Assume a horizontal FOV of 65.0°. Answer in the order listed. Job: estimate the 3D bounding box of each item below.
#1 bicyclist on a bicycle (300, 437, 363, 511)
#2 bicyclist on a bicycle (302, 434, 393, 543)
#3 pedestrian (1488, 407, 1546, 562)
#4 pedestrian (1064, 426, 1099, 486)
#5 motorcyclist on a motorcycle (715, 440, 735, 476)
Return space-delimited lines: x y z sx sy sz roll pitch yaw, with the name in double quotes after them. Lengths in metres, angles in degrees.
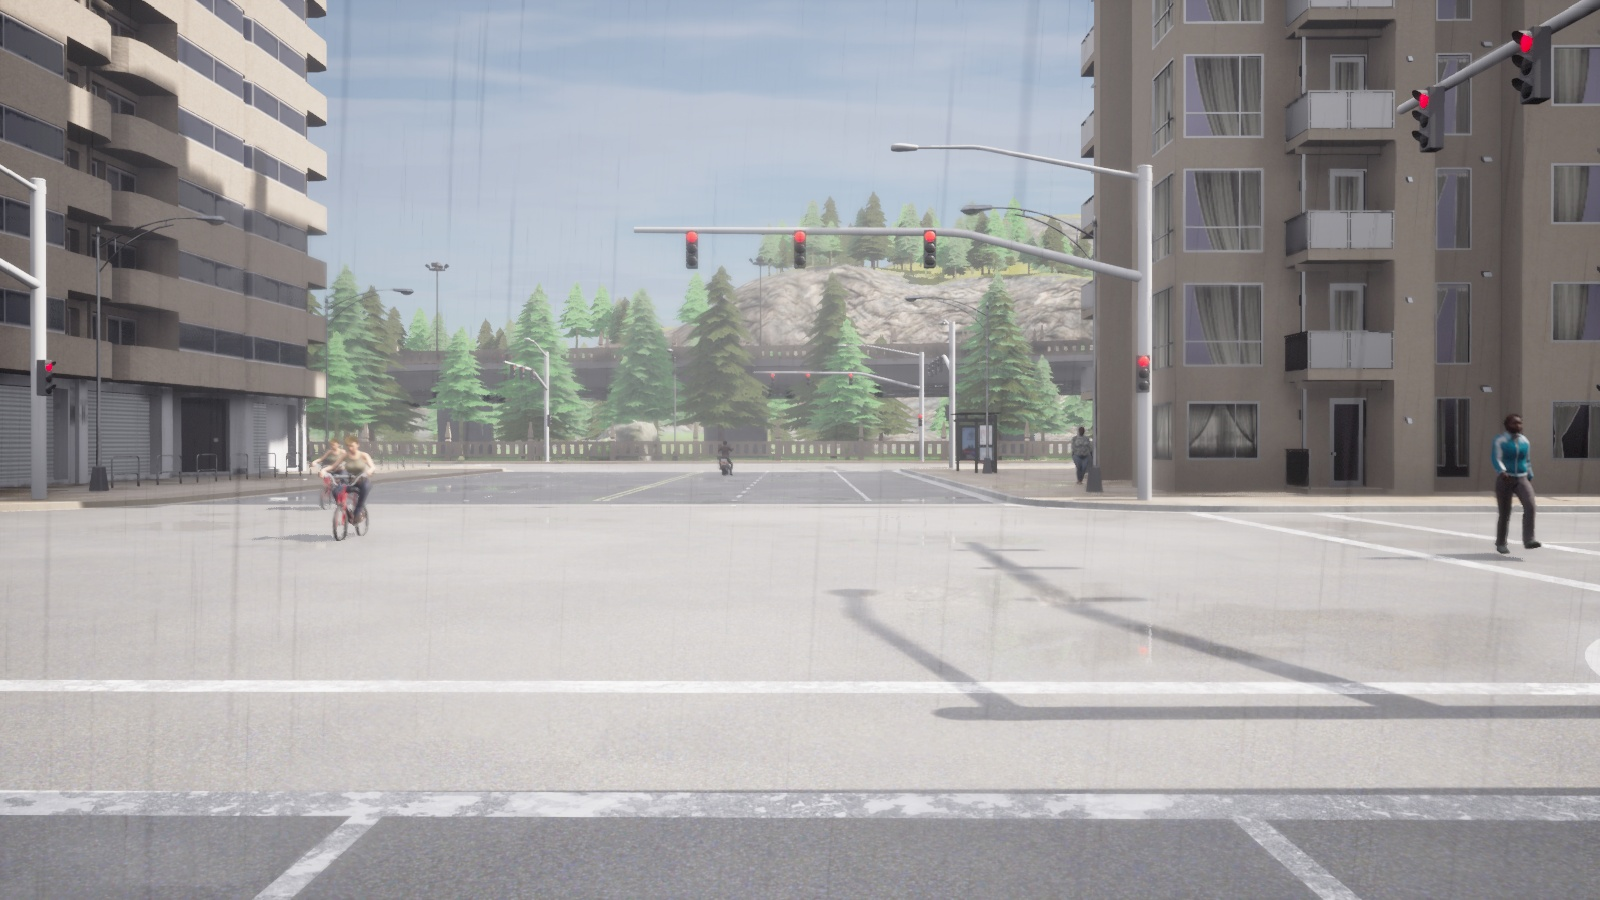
-10.466 0.516 28.111 0.866 1.612 1.509 0 0 0 "bicyclist on a bicycle"
-6.973 0.568 19.427 0.866 1.612 1.509 0 0 0 "bicyclist on a bicycle"
9.143 0.432 16.026 0.396 1.930 0.692 0 0 8 "pedestrian"
8.849 0.189 39.522 0.874 1.855 0.900 0 0 -4 "pedestrian"
-3.437 0.367 57.900 0.766 1.649 2.350 0 0 0 "motorcyclist on a motorcycle"
